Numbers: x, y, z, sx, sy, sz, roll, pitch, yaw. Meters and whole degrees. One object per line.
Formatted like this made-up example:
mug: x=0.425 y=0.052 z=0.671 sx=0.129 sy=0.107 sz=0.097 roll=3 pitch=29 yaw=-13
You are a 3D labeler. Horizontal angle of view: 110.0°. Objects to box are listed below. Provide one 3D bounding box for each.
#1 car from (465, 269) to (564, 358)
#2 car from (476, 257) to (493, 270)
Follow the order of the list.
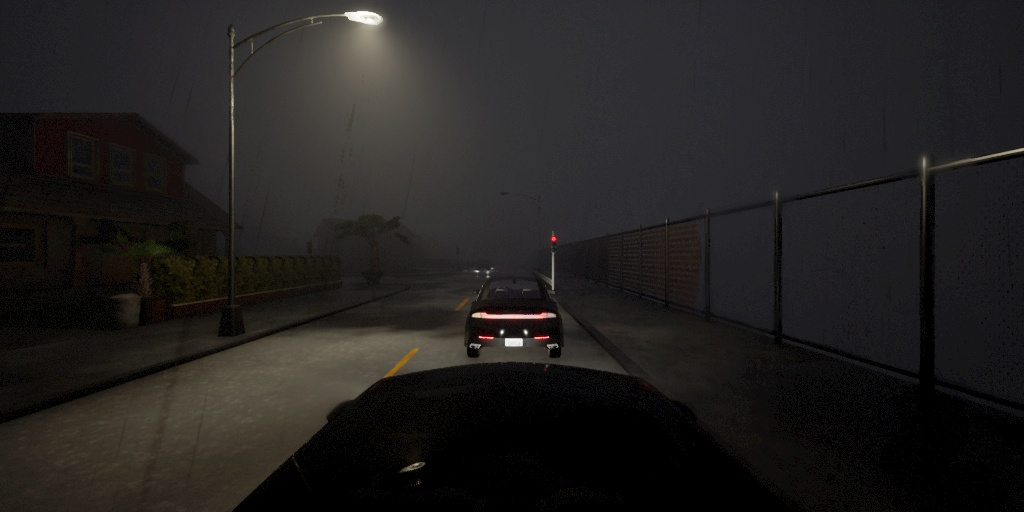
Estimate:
car: x=0.052 y=1.242 z=8.465 sx=2.128 sy=1.511 sz=4.902 roll=0 pitch=0 yaw=0
car: x=-4.111 y=1.255 z=51.850 sx=1.837 sy=1.490 sz=4.892 roll=0 pitch=0 yaw=0
